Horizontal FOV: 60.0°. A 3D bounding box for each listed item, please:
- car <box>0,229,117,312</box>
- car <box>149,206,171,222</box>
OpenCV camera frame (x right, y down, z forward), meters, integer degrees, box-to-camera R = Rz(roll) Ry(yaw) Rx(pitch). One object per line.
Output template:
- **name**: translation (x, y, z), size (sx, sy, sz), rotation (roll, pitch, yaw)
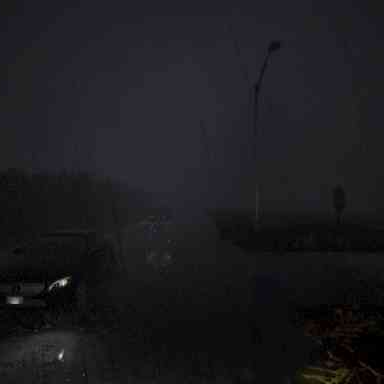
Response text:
- **car**: translation (-3.095, 1.685, 8.155), size (1.812, 1.442, 4.674), rotation (1, -1, 0)
- **car**: translation (-3.124, 2.231, 33.463), size (1.837, 1.490, 4.892), rotation (0, 1, 0)
